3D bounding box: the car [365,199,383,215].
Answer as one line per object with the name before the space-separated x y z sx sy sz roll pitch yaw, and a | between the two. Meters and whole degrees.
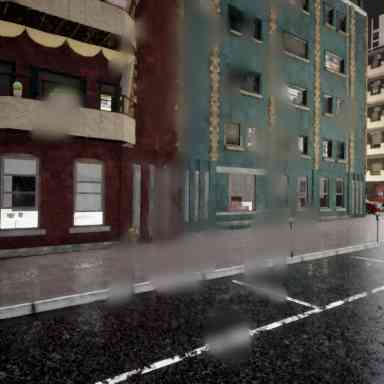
car | 15.690 1.240 32.190 2.192 1.841 5.009 1 0 -36
